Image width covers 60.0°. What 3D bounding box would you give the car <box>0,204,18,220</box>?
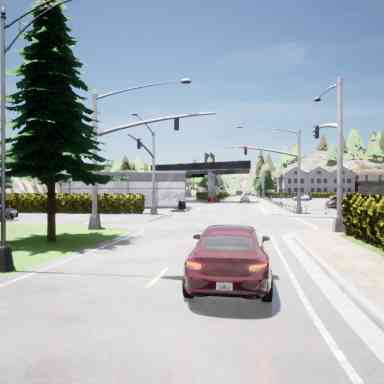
[{"bbox_3d":[-16.209,1.492,26.253,4.902,1.511,2.128,0,0,9],"label":"car"}]

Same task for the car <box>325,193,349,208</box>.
[{"bbox_3d":[19.527,1.330,42.010,5.027,1.636,2.152,0,0,9],"label":"car"}]

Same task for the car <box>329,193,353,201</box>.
[{"bbox_3d":[33.280,1.097,74.538,4.605,1.855,1.932,0,0,9],"label":"car"}]

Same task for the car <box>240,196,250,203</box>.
[{"bbox_3d":[10.847,1.526,68.051,1.812,1.442,4.674,0,0,10],"label":"car"}]

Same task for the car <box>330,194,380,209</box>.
[{"bbox_3d":[19.082,1.340,38.905,4.514,1.523,2.007,0,0,9],"label":"car"}]

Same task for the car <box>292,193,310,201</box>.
[{"bbox_3d":[24.902,1.361,75.843,3.806,1.475,1.970,0,0,9],"label":"car"}]

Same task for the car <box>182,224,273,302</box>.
[{"bbox_3d":[0.939,1.526,8.223,1.812,1.442,4.674,0,0,9],"label":"car"}]

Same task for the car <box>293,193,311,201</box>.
[{"bbox_3d":[26.032,1.077,79.029,3.866,1.878,1.905,0,0,9],"label":"car"}]
